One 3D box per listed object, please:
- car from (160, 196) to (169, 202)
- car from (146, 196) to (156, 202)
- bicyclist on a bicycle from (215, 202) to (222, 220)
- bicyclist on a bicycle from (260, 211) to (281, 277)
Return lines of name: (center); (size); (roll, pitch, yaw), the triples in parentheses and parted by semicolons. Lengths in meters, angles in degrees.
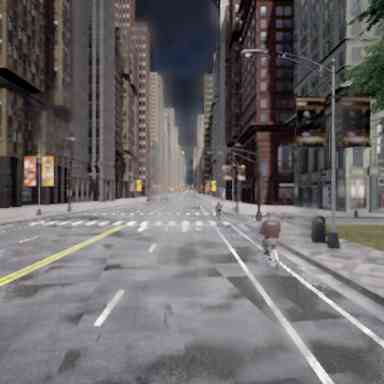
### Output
car: (-6.561, 1.684, 80.358); (2.033, 1.411, 5.357); (0, 0, 0)
car: (-9.811, 1.697, 80.355); (1.994, 1.385, 4.181); (0, 0, 0)
bicyclist on a bicycle: (2.253, 1.670, 28.068); (0.582, 1.620, 1.656); (2, -1, 0)
bicyclist on a bicycle: (2.238, 1.435, 9.611); (0.659, 1.776, 1.843); (0, 0, 0)
